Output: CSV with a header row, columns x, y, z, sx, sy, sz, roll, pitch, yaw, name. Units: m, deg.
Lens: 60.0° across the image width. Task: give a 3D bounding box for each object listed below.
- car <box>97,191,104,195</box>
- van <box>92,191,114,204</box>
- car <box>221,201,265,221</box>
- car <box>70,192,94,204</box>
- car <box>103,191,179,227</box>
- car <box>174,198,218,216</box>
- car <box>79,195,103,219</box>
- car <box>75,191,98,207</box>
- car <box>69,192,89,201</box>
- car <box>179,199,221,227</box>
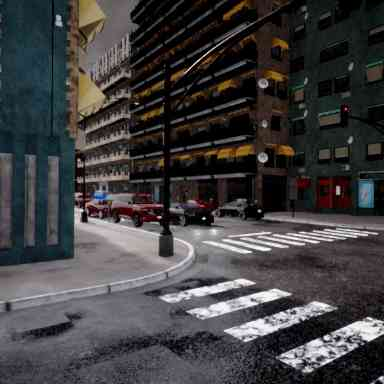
x,y,z,sx,sy,sz,roll,pitch,yaw,name
-6.054,0.971,28.557,2.097,1.767,4.553,1,0,-36,car
-12.769,0.727,47.735,1.690,1.788,3.998,2,0,-36,van
3.553,1.353,25.168,1.947,1.339,4.313,2,0,-36,car
-15.652,0.823,47.192,1.882,1.535,5.008,1,0,-36,car
-3.252,1.034,20.288,2.192,1.841,5.009,2,0,-36,car
0.287,1.289,29.681,1.802,1.307,4.206,2,0,-36,car
-6.524,1.183,24.801,1.887,1.381,4.507,2,0,-36,car
-12.085,0.948,36.906,1.882,1.535,5.008,1,0,-36,car
-19.304,0.769,56.760,1.887,1.381,4.507,2,0,-36,car
-0.473,1.321,20.833,1.994,1.385,4.181,1,0,-36,car
